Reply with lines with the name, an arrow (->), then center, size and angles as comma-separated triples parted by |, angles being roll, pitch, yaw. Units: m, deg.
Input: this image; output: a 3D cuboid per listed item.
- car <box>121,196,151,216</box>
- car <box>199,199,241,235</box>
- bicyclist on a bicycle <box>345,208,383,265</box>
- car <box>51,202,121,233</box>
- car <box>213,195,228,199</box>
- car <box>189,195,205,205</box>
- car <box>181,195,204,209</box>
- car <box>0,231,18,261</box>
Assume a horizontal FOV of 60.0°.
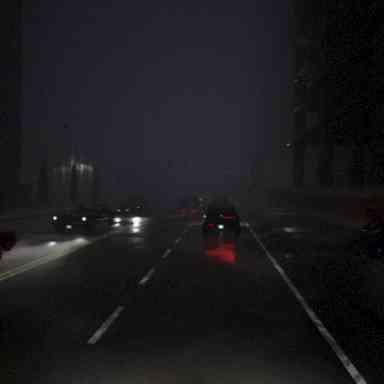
car -> -4.744, 1.131, 27.946 | 1.837, 1.490, 4.892 | 1, 1, 5
car -> 1.579, 1.339, 17.932 | 1.837, 1.490, 4.892 | 1, 1, 5
bicyclist on a bicycle -> 5.175, 1.283, 9.377 | 1.656, 1.620, 0.582 | 1, 1, 5
car -> -5.644, 1.317, 17.953 | 1.895, 1.301, 4.718 | 1, 1, 5
car -> 3.728, 1.090, 42.391 | 1.882, 1.535, 5.008 | 1, 1, 5
car -> 0.811, 1.096, 49.053 | 1.895, 1.301, 4.718 | 1, 1, 5
car -> -0.092, 1.081, 38.764 | 2.128, 1.511, 4.902 | 1, 1, 5
car -> -6.515, 1.406, 8.123 | 1.895, 1.301, 4.718 | 1, 1, 5
